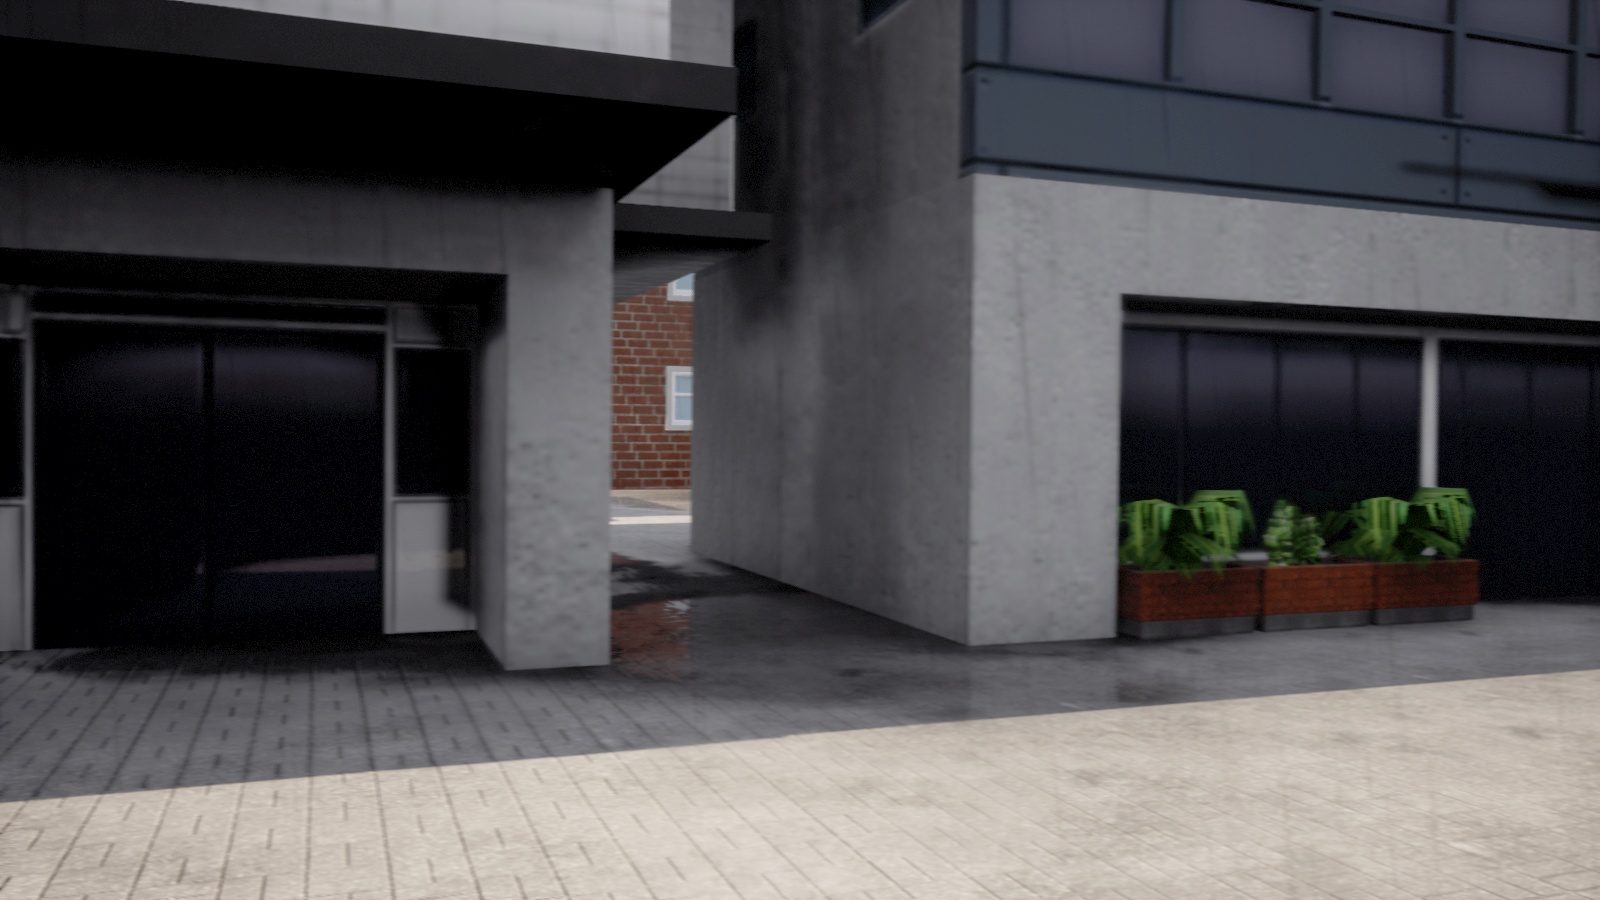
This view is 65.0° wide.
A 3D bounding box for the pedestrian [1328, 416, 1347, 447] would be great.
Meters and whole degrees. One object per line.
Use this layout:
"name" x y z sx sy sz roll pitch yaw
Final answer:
"pedestrian" 33.840 -1.146 79.019 0.659 1.952 0.873 -1 1 -22
